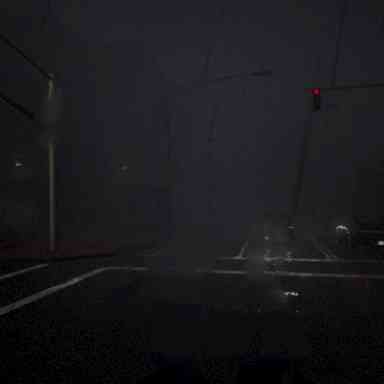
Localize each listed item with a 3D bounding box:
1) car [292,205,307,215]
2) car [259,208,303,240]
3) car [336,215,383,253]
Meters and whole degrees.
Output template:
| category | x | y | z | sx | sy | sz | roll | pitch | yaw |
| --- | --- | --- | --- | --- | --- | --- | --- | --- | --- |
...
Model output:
| category | x | y | z | sx | sy | sz | roll | pitch | yaw |
| --- | --- | --- | --- | --- | --- | --- | --- | --- | --- |
| car | 15.544 | 2.578 | 48.230 | 1.994 | 1.385 | 4.181 | -1 | -2 | 14 |
| car | 5.126 | 1.937 | 19.877 | 2.128 | 1.511 | 4.902 | -1 | -2 | 13 |
| car | 7.716 | 1.763 | 14.888 | 2.128 | 1.511 | 4.902 | -1 | -2 | 14 |
